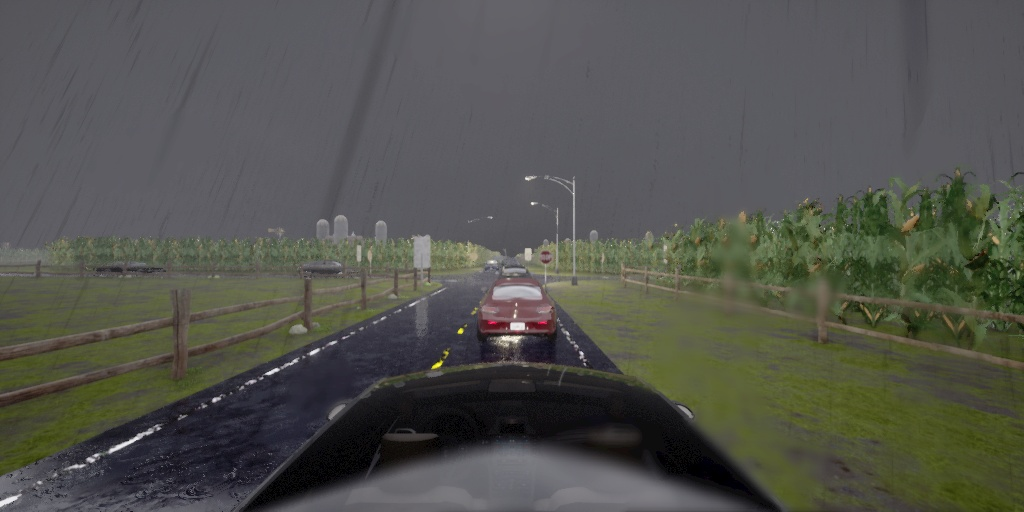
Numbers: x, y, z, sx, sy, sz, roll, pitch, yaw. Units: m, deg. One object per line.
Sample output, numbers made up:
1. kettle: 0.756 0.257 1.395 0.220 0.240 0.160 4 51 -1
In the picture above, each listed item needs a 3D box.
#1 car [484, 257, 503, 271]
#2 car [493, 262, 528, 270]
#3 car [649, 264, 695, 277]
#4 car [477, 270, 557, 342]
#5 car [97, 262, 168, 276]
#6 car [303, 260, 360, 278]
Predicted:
1. car: -2.696 1.261 49.167 2.033 1.411 5.357 0 0 0
2. car: 0.150 1.249 19.267 1.837 1.490 4.892 0 0 0
3. car: 15.648 1.362 34.296 4.892 1.490 1.837 0 -1 1
4. car: 0.122 1.273 9.632 1.812 1.442 4.674 0 0 0
5. car: -33.703 1.139 31.991 4.718 1.301 1.895 0 -1 1
6. car: -16.019 1.136 31.757 4.892 1.490 1.837 1 -1 1
